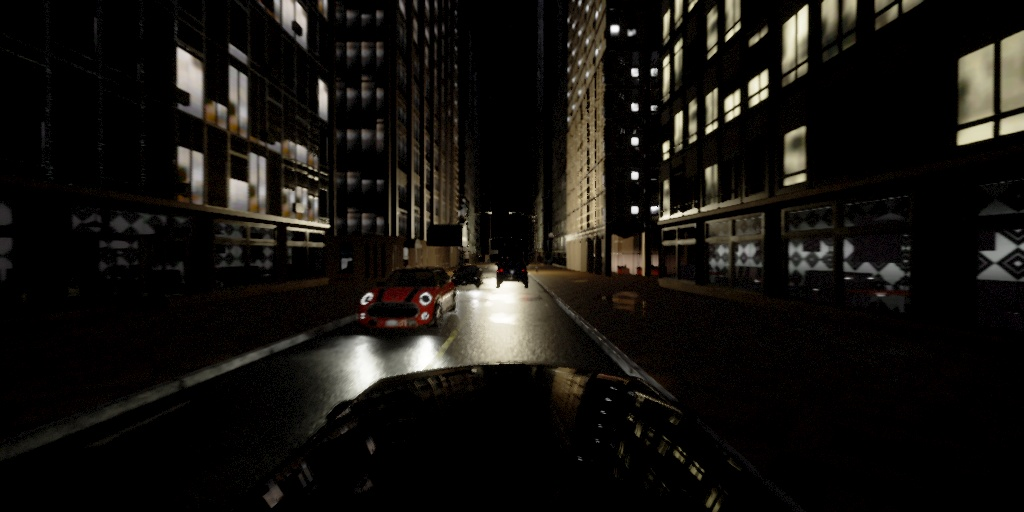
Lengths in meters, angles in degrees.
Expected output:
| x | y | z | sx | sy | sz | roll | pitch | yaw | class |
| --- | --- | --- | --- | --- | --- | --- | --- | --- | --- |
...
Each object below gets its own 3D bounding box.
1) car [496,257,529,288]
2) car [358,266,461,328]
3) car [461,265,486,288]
| x | y | z | sx | sy | sz | roll | pitch | yaw | class |
| --- | --- | --- | --- | --- | --- | --- | --- | --- | --- |
| 0.028 | 1.088 | 25.471 | 2.150 | 2.045 | 5.566 | 0 | 0 | 0 | car |
| -3.093 | 1.148 | 11.477 | 2.097 | 1.767 | 4.553 | 0 | 0 | 0 | car |
| -2.998 | 1.387 | 24.889 | 1.812 | 1.442 | 4.674 | 0 | 0 | 0 | car |
